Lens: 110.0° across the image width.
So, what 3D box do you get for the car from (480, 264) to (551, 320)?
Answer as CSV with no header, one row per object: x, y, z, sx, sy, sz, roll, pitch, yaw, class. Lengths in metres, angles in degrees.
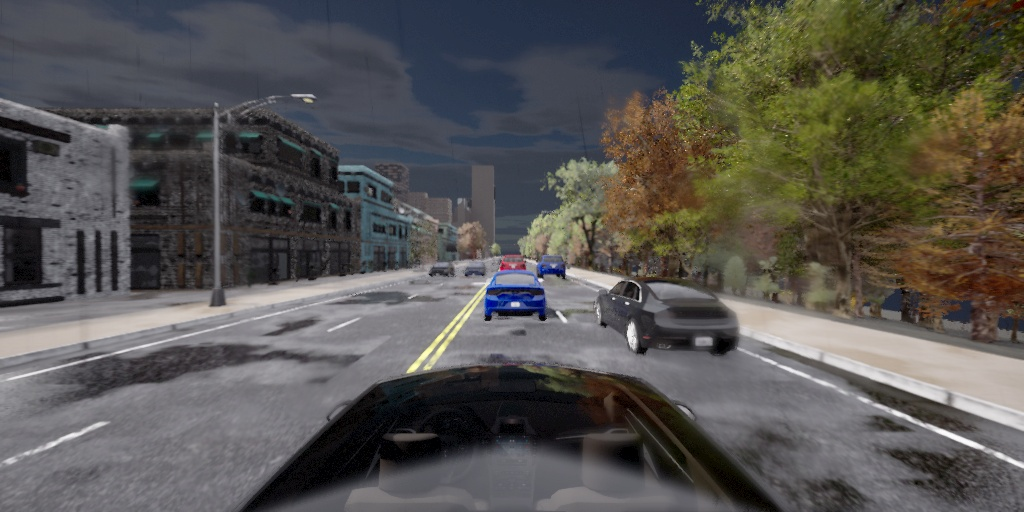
0.101,1.219,12.594,1.882,1.535,5.008,0,0,0,car

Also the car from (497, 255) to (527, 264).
0.101,0.949,31.355,2.150,2.045,5.566,0,0,0,car

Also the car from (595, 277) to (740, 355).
3.350,1.249,8.672,1.837,1.490,4.892,0,0,0,car

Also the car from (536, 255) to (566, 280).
3.351,0.949,31.415,2.150,2.045,5.566,0,0,0,car

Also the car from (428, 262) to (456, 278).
-6.597,1.272,34.486,2.033,1.411,5.357,0,0,0,car

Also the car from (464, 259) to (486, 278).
-3.347,1.272,34.084,2.033,1.411,5.357,0,0,0,car
